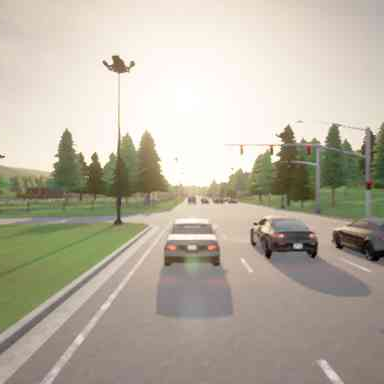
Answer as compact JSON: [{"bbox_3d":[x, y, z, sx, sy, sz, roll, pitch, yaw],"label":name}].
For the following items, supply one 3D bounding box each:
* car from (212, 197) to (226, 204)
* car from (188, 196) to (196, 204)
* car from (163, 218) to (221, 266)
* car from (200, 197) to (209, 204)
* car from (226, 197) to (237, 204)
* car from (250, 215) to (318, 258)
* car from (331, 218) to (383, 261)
[{"bbox_3d":[6.987,2.163,87.082,2.097,1.767,4.553,0,-1,0],"label":"car"},{"bbox_3d":[-0.013,2.029,86.726,2.150,2.045,5.566,0,-1,0],"label":"car"},{"bbox_3d":[0.002,1.661,12.010,2.033,1.411,5.357,0,-1,0],"label":"car"},{"bbox_3d":[3.487,2.343,86.693,2.033,1.411,5.357,0,-1,0],"label":"car"},{"bbox_3d":[10.487,2.403,87.140,1.895,1.301,4.718,0,-1,0],"label":"car"},{"bbox_3d":[3.517,1.652,13.288,1.812,1.442,4.674,0,-1,0],"label":"car"},{"bbox_3d":[7.006,1.684,12.748,1.994,1.385,4.181,0,-1,1],"label":"car"}]
